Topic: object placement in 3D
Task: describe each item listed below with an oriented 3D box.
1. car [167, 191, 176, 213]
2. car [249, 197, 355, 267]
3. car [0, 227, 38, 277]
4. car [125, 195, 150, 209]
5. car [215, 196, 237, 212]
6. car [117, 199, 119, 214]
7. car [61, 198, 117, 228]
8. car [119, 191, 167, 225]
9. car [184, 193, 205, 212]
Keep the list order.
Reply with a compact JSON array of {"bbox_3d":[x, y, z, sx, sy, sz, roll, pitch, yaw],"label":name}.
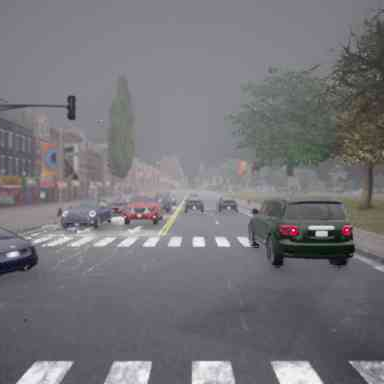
[{"bbox_3d":[-3.192,0.928,33.654,2.150,2.045,5.566,0,1,1],"label":"car"},{"bbox_3d":[3.401,1.169,11.369,2.150,2.045,5.566,0,0,0],"label":"car"},{"bbox_3d":[-6.352,1.543,9.134,4.181,1.385,1.994,0,0,22],"label":"car"},{"bbox_3d":[-6.395,1.160,39.962,2.033,1.411,5.357,0,1,1],"label":"car"},{"bbox_3d":[3.490,1.198,33.936,1.837,1.490,4.892,0,1,0],"label":"car"},{"bbox_3d":[-6.470,1.334,29.631,1.994,1.385,4.181,0,1,1],"label":"car"},{"bbox_3d":[-6.510,1.231,21.030,2.097,1.767,4.553,0,1,0],"label":"car"},{"bbox_3d":[-3.258,1.071,23.292,2.150,2.045,5.566,0,1,0],"label":"car"},{"bbox_3d":[0.241,1.200,34.139,1.837,1.490,4.892,0,1,0],"label":"car"}]
